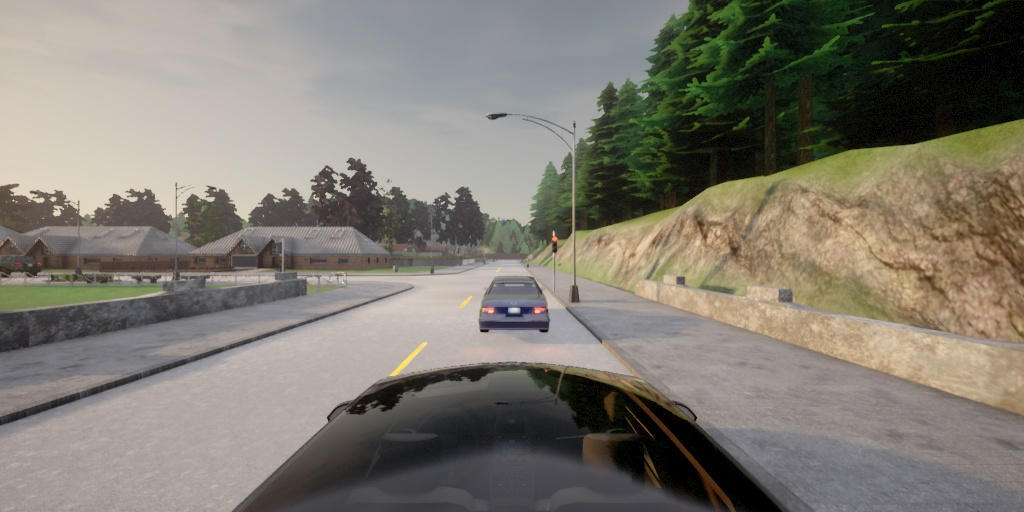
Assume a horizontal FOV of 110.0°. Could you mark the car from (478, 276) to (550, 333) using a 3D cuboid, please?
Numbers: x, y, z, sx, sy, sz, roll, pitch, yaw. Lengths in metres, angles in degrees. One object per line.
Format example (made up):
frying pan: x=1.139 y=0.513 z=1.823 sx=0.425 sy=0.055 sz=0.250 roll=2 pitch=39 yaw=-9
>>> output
car: x=0.064 y=1.297 z=10.749 sx=2.033 sy=1.411 sz=5.357 roll=0 pitch=0 yaw=0

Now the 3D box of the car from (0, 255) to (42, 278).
car: x=-47.370 y=0.969 z=33.287 sx=5.566 sy=2.045 sz=2.150 roll=0 pitch=0 yaw=1

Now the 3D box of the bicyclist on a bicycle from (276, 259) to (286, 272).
bicyclist on a bicycle: x=-24.157 y=1.095 z=37.533 sx=0.582 sy=1.620 sz=1.656 roll=0 pitch=0 yaw=0
